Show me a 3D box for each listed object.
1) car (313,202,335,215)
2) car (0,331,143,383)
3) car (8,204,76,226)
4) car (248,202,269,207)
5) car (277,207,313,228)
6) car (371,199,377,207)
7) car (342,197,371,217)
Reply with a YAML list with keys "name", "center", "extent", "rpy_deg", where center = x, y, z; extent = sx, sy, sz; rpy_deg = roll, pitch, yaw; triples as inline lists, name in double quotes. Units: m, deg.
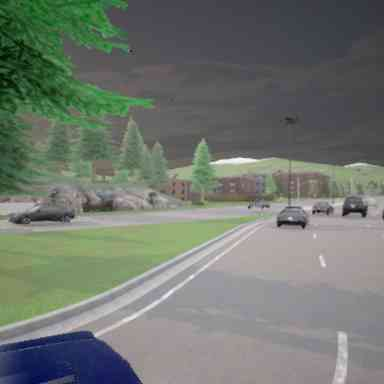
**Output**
- name: "car"
  center: [15.294, 1.893, 38.730]
  extent: [2.033, 1.411, 5.357]
  rpy_deg: [0, 0, 31]
- name: "car"
  center: [-2.396, 1.604, 1.561]
  extent: [4.718, 1.301, 1.895]
  rpy_deg: [0, 0, -33]
- name: "car"
  center: [-11.124, 1.672, 24.876]
  extent: [4.674, 1.442, 1.812]
  rpy_deg: [1, -1, -43]
- name: "car"
  center: [8.863, 1.567, 43.776]
  extent: [1.994, 1.385, 4.181]
  rpy_deg: [0, -1, 31]
- name: "car"
  center: [7.445, 1.772, 24.245]
  extent: [1.994, 1.385, 4.181]
  rpy_deg: [0, -1, 23]
- name: "car"
  center: [33.796, 2.116, 62.699]
  extent: [1.812, 1.442, 4.674]
  rpy_deg: [0, -1, 31]
- name: "car"
  center: [17.492, 1.552, 35.563]
  extent: [2.150, 2.045, 5.566]
  rpy_deg: [0, 0, 31]
